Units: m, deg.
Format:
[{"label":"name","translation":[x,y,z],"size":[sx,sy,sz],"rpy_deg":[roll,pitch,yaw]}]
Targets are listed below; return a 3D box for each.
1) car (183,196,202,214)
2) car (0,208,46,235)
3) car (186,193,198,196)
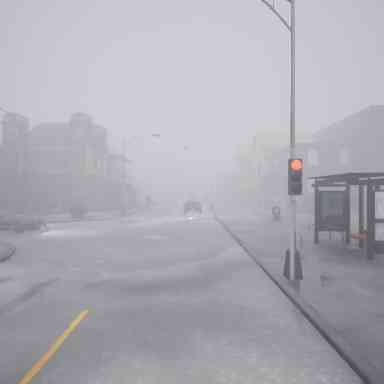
[{"label":"car","translation":[0.065,1.505,36.124],"size":[1.837,1.490,4.892],"rpy_deg":[0,0,0]},{"label":"car","translation":[-10.969,1.548,18.175],"size":[5.357,1.411,2.033],"rpy_deg":[0,0,-6]},{"label":"car","translation":[0.018,1.221,63.158],"size":[2.150,2.045,5.566],"rpy_deg":[0,0,0]}]
